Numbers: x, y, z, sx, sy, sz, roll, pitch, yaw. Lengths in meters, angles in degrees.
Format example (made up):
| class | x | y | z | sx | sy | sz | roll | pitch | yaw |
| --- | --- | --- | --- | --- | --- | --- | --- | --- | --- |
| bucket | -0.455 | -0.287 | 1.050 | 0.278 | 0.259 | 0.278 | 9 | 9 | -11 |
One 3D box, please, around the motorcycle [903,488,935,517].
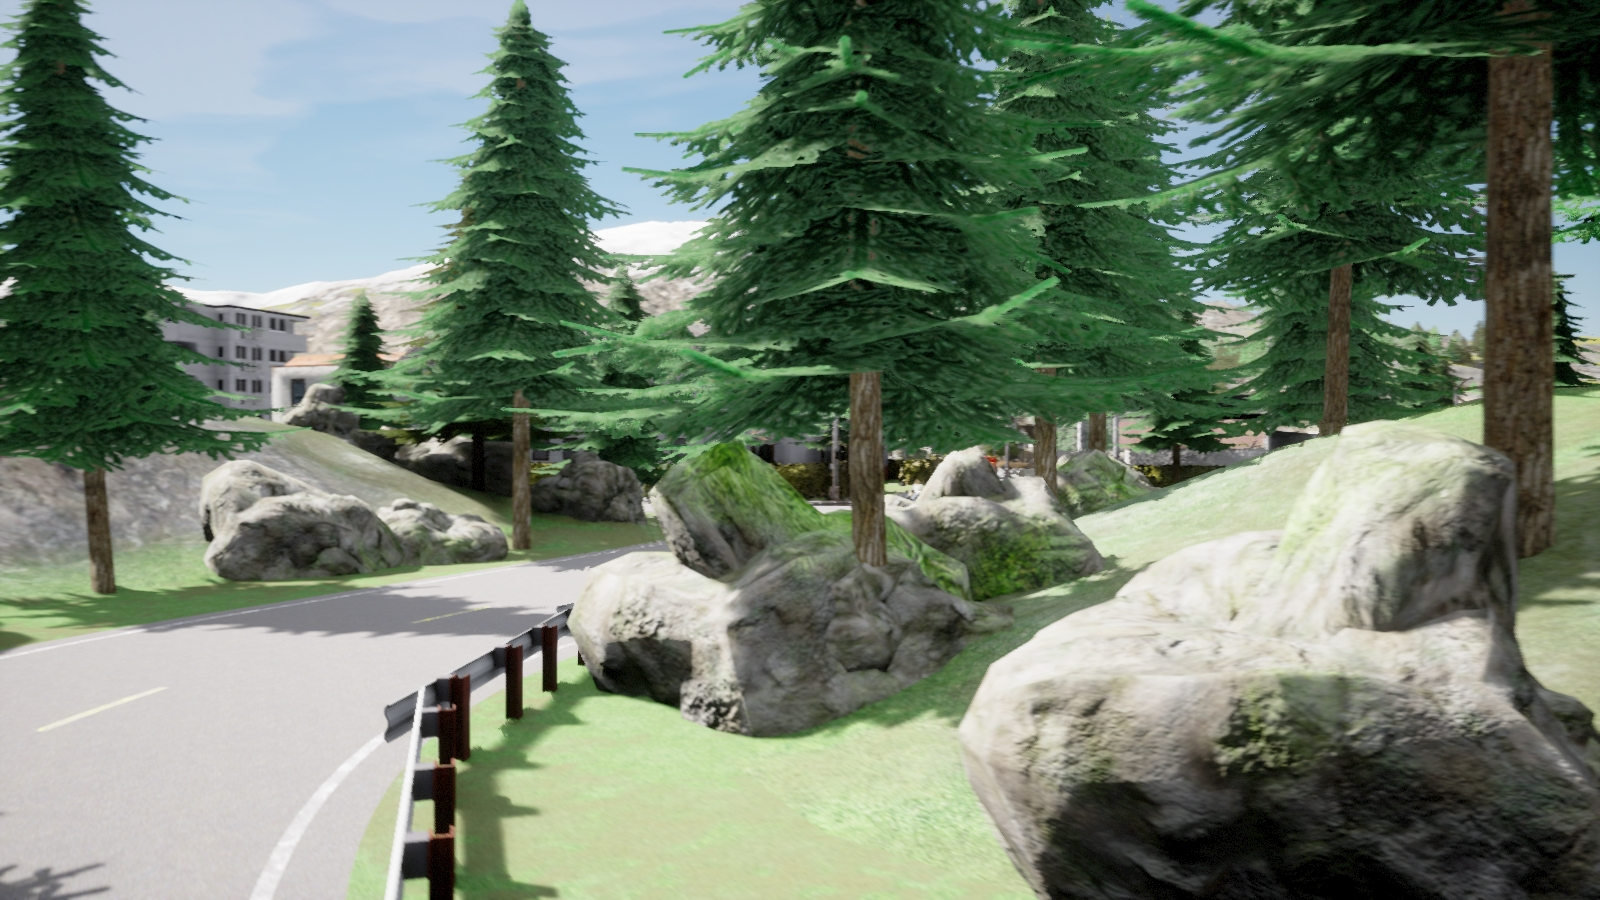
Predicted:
| class | x | y | z | sx | sy | sz | roll | pitch | yaw |
| --- | --- | --- | --- | --- | --- | --- | --- | --- | --- |
| motorcycle | 5.109 | 2.247 | 49.236 | 0.803 | 1.145 | 2.033 | -3 | 0 | -10 |
